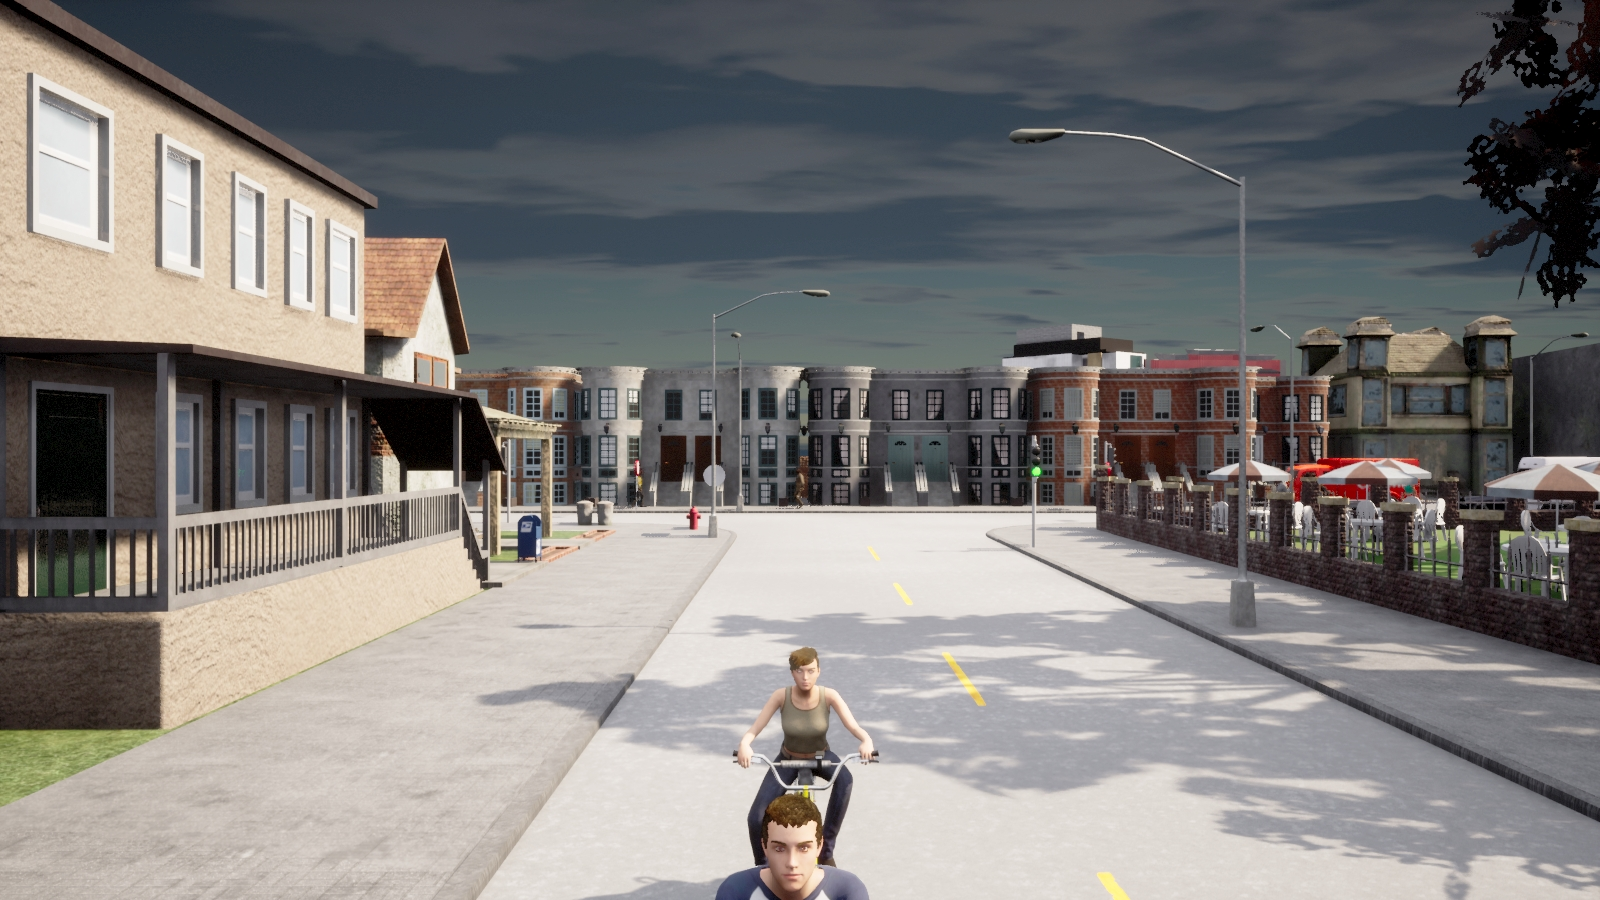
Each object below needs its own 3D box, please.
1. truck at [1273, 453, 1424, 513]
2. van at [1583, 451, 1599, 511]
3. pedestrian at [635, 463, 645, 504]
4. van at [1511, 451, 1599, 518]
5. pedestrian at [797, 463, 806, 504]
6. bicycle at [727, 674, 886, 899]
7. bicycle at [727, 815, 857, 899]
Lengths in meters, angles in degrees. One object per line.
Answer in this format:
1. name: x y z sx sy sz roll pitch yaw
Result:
1. truck: 23.374 1.365 48.875 5.204 2.467 2.627 0 0 0
2. van: 37.194 1.334 48.909 5.915 2.561 1.988 0 0 1
3. pedestrian: -7.391 1.546 52.825 0.375 1.860 0.375 0 0 5
4. van: 31.528 1.334 44.885 5.915 2.561 1.988 0 0 0
5. pedestrian: 0.076 1.546 52.446 0.375 1.860 0.375 0 0 -3
6. bicycle: 0.033 2.040 6.906 0.859 1.080 1.487 0 0 0
7. bicycle: -0.022 1.938 3.212 0.373 1.296 1.643 0 0 0
